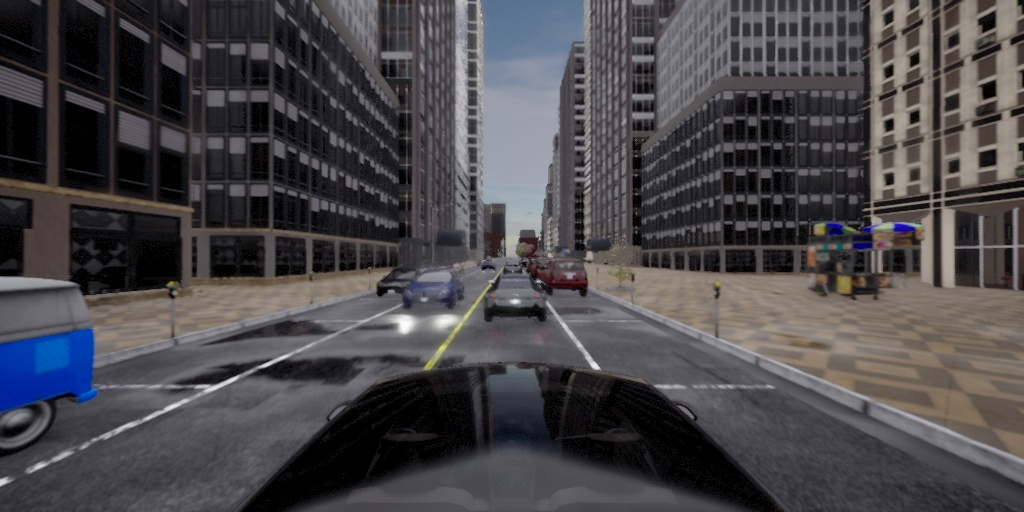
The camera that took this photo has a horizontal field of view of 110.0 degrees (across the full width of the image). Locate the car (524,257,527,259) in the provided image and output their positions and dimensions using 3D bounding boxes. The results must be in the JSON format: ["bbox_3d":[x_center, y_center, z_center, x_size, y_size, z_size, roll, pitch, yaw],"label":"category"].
[{"bbox_3d":[2.688,1.049,41.244,2.192,1.841,5.009,0,0,0],"label":"car"}]

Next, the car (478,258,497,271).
[{"bbox_3d":[-3.076,1.333,48.108,1.895,1.301,4.718,0,0,0],"label":"car"}]

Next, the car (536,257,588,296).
[{"bbox_3d":[2.690,1.059,19.086,2.192,1.841,5.009,0,0,0],"label":"car"}]

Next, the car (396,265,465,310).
[{"bbox_3d":[-3.067,1.271,14.899,1.812,1.442,4.674,0,0,0],"label":"car"}]

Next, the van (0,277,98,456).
[{"bbox_3d":[-5.689,1.091,2.467,1.690,1.789,3.998,0,0,0],"label":"van"}]

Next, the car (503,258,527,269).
[{"bbox_3d":[0.097,1.228,36.158,2.128,1.511,4.902,0,0,0],"label":"car"}]

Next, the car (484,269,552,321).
[{"bbox_3d":[0.100,1.311,12.547,1.994,1.385,4.181,0,0,0],"label":"car"}]

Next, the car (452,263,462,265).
[{"bbox_3d":[-5.692,1.320,35.703,1.802,1.307,4.207,0,0,0],"label":"car"}]

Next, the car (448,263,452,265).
[{"bbox_3d":[-5.691,1.293,24.624,2.007,1.370,4.403,0,0,0],"label":"car"}]

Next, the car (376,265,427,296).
[{"bbox_3d":[-5.691,1.310,19.085,1.948,1.339,4.313,0,0,0],"label":"car"}]

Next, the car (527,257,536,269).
[{"bbox_3d":[2.689,1.054,30.165,2.192,1.841,5.009,0,0,0],"label":"car"}]

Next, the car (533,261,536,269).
[{"bbox_3d":[2.689,1.287,24.625,1.888,1.381,4.507,0,0,0],"label":"car"}]
